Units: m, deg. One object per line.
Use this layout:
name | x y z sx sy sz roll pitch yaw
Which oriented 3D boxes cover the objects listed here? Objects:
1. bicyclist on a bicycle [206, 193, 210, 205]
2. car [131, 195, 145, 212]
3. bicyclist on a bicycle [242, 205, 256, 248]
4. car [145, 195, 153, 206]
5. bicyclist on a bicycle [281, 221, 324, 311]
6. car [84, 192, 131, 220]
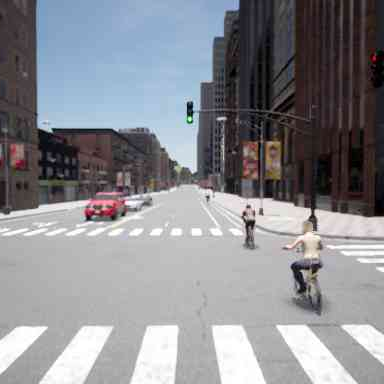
bicyclist on a bicycle | 2.253 1.029 47.055 0.659 1.776 1.843 0 1 0
car | -6.570 1.268 35.644 1.812 1.442 4.674 0 0 0
bicyclist on a bicycle | 2.237 1.322 12.944 0.582 1.620 1.656 -1 -1 0
car | -6.550 1.158 46.011 2.128 1.511 4.902 0 0 1
bicyclist on a bicycle | 2.283 1.389 6.679 0.866 1.612 1.509 0 0 0
car | -6.587 1.034 25.977 2.150 2.045 5.566 0 0 0
